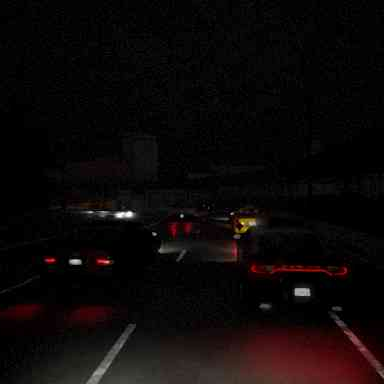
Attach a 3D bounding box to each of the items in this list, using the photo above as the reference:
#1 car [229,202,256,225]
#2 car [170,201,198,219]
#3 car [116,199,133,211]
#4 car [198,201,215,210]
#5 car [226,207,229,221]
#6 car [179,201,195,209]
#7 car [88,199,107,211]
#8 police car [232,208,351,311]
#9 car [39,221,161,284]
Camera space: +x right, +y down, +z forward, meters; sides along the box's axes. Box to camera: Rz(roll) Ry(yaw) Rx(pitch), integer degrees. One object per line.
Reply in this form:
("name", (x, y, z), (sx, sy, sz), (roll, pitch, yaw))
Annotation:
("car", (3.082, 1.462, 18.028), (1.801, 1.575, 5.366), (0, 0, 6))
("car", (-0.731, 1.613, 28.723), (1.895, 1.301, 4.718), (0, 0, 2))
("car", (-8.496, 1.639, 42.212), (2.128, 1.511, 4.902), (0, -1, -7))
("car", (1.861, 1.858, 45.789), (1.895, 1.301, 4.718), (0, -1, -8))
("car", (3.623, 1.519, 24.037), (1.837, 1.490, 4.892), (0, 0, 4))
("car", (-0.919, 2.341, 60.036), (1.895, 1.301, 4.718), (0, -2, -15))
("car", (-12.086, 1.632, 42.898), (1.882, 1.535, 5.008), (0, -1, -7))
("police car", (2.062, 1.428, 7.996), (1.930, 1.638, 5.238), (0, 0, 6))
("car", (-2.243, 1.550, 9.635), (2.033, 1.411, 5.357), (0, 0, 6))
